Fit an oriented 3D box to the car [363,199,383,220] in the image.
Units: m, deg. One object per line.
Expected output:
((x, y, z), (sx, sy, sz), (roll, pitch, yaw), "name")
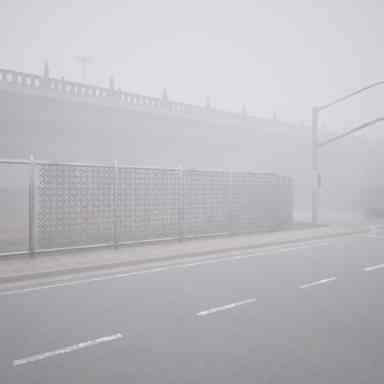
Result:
((16.447, 1.398, 26.779), (2.097, 1.767, 4.553), (0, 0, -40), "car")

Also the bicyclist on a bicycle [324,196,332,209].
((17.727, 1.360, 43.297), (1.656, 1.620, 0.582), (0, 0, -36), "bicyclist on a bicycle")
